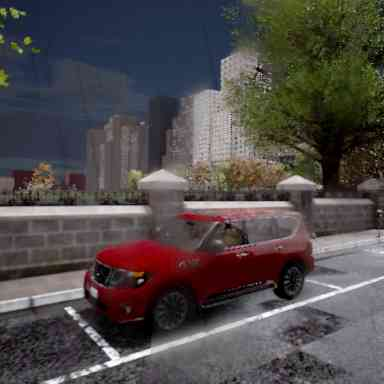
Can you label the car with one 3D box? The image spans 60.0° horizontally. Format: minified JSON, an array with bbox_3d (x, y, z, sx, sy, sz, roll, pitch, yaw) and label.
[{"bbox_3d":[0.459,1.307,6.867,5.009,1.841,2.192,0,1,-36],"label":"car"}]
